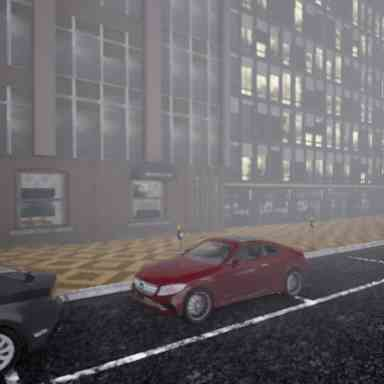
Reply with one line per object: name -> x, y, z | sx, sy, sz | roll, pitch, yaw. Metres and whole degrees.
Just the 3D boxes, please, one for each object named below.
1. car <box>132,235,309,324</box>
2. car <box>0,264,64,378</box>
car -> 0.791, 1.616, 7.133 | 4.206, 1.307, 1.802 | 1, -1, -35
car -> -3.837, 1.544, 3.833 | 4.403, 1.369, 2.008 | 1, -1, -35
